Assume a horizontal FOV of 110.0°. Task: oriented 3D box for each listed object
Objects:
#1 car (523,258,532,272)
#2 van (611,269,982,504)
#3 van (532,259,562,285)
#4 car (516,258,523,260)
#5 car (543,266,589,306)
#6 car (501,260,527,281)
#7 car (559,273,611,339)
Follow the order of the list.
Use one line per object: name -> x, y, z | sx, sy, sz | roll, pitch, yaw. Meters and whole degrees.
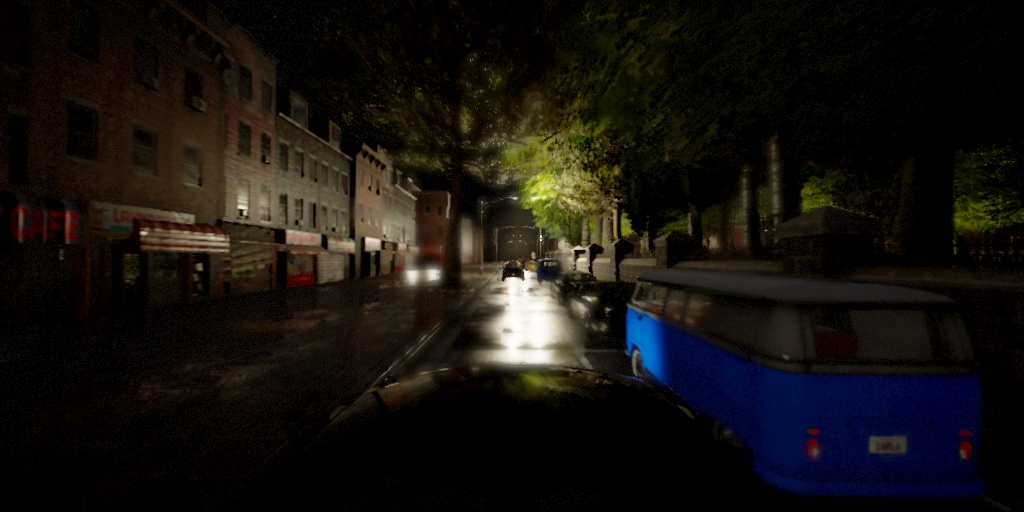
car -> 2.654, 1.347, 48.137 | 1.751, 1.417, 4.829 | 0, 0, 0
van -> 2.639, 1.092, 4.373 | 1.690, 1.789, 3.998 | 0, 0, 0
van -> 2.647, 1.117, 26.170 | 1.690, 1.789, 3.998 | 0, 0, 0
car -> 0.117, 1.295, 46.337 | 1.882, 1.535, 5.008 | 0, 0, 0
car -> 2.643, 1.312, 15.272 | 2.007, 1.370, 4.403 | 0, 0, 0
car -> 0.112, 1.310, 30.865 | 1.812, 1.442, 4.674 | 0, 0, 0
car -> 2.641, 1.322, 9.823 | 1.948, 1.339, 4.313 | 0, 0, 0
